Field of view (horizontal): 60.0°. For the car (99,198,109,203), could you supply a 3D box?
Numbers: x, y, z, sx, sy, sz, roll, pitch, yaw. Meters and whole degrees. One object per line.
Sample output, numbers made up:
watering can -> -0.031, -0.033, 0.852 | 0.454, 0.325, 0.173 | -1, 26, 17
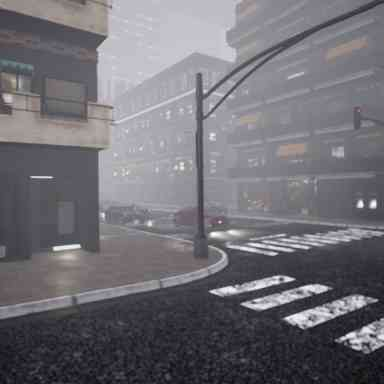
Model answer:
car -> -11.542, 1.546, 37.719 | 1.837, 1.490, 4.892 | -1, 1, -36

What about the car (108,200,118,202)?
car -> -5.432, 1.636, 29.297 | 1.895, 1.301, 4.718 | -1, 1, -36

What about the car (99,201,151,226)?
car -> -5.079, 1.631, 24.615 | 1.947, 1.339, 4.313 | -1, 1, -36

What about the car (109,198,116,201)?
car -> -11.831, 1.517, 47.308 | 1.887, 1.381, 4.507 | -1, 1, -36

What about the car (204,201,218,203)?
car -> 1.295, 1.511, 29.248 | 2.008, 1.369, 4.403 | -1, 1, -36

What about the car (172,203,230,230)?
car -> 0.473, 1.592, 21.168 | 1.994, 1.385, 4.181 | -1, 1, -36
